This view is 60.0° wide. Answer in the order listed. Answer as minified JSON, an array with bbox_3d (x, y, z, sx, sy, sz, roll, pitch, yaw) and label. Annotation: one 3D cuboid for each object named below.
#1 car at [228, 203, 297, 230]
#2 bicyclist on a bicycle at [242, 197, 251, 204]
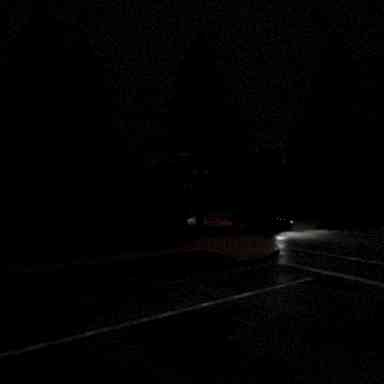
[{"bbox_3d":[4.375,1.502,21.283,1.837,1.490,4.892,0,0,-36],"label":"car"},{"bbox_3d":[5.714,1.308,34.778,1.656,1.620,0.582,0,0,-36],"label":"bicyclist on a bicycle"}]
